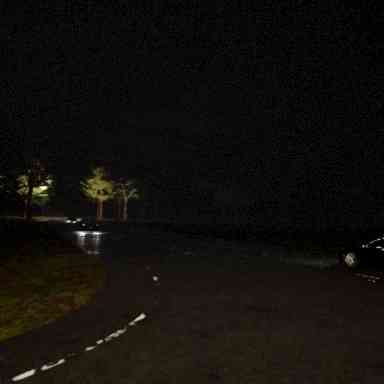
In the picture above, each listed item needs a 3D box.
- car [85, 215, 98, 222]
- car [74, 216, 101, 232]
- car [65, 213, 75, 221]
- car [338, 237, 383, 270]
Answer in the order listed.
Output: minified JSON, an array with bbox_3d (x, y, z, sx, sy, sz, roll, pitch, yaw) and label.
[{"bbox_3d":[-23.583,6.282,78.019,2.033,1.411,5.357,4,-5,-25],"label":"car"},{"bbox_3d":[-11.577,3.588,36.998,1.812,1.442,4.674,4,-5,-25],"label":"car"},{"bbox_3d":[-27.824,6.067,77.118,1.994,1.385,4.181,4,-5,-19],"label":"car"},{"bbox_3d":[7.919,2.400,12.605,1.837,1.490,4.892,4,-4,-26],"label":"car"}]
